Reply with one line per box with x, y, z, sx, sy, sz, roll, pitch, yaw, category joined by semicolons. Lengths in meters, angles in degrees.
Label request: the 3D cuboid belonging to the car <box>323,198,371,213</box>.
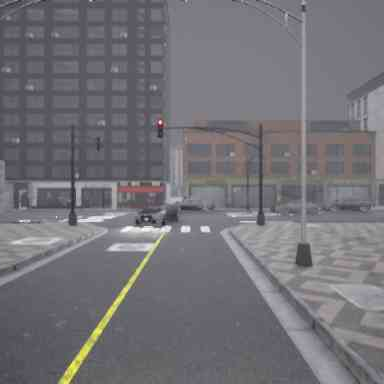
15.800;1.364;34.345;4.892;1.490;1.837;0;0;0;car

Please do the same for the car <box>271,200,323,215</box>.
9.486;1.423;30.968;4.181;1.385;1.994;0;0;-1;car

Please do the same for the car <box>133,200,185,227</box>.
-2.201;1.426;21.818;1.994;1.385;4.181;0;0;16;car

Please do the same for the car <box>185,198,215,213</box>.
-0.072;1.383;34.324;4.902;1.511;2.128;0;0;0;car
